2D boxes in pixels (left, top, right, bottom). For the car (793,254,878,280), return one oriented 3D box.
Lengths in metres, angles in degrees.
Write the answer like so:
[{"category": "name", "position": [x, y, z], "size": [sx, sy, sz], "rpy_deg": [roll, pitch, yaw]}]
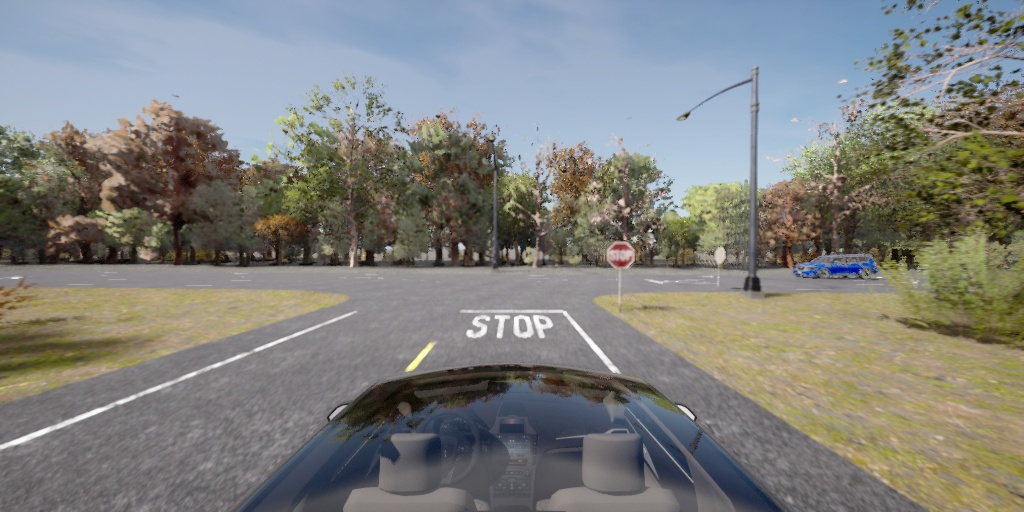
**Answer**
[{"category": "car", "position": [25.818, 0.912, 28.709], "size": [5.566, 2.045, 2.150], "rpy_deg": [-1, 1, 0]}]
